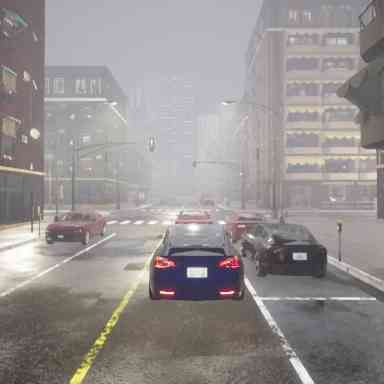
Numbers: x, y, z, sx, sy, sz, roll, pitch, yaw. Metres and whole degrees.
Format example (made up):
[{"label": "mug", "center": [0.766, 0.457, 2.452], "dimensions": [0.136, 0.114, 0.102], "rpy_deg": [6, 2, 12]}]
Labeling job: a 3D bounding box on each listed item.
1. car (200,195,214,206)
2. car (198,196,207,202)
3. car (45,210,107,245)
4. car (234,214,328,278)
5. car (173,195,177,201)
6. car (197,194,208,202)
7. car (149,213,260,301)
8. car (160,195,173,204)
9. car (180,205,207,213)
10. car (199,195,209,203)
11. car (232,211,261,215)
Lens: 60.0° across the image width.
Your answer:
[{"label": "car", "center": [2.673, 1.578, 53.726], "dimensions": [1.887, 1.381, 4.507], "rpy_deg": [1, 0, 0]}, {"label": "car", "center": [2.528, 1.635, 82.175], "dimensions": [1.947, 1.339, 4.313], "rpy_deg": [1, 0, 0]}, {"label": "car", "center": [-5.282, 1.550, 15.638], "dimensions": [1.887, 1.381, 4.507], "rpy_deg": [1, 0, 0]}, {"label": "car", "center": [2.568, 1.569, 9.999], "dimensions": [1.947, 1.339, 4.313], "rpy_deg": [1, 0, 0]}, {"label": "car", "center": [-5.356, 1.624, 87.848], "dimensions": [1.887, 1.381, 4.507], "rpy_deg": [1, 0, 0]}, {"label": "car", "center": [2.573, 1.359, 63.672], "dimensions": [2.192, 1.841, 5.009], "rpy_deg": [1, 0, 0]}, {"label": "car", "center": [0.096, 1.506, 8.381], "dimensions": [2.163, 1.488, 4.792], "rpy_deg": [0, 0, 0]}, {"label": "car", "center": [-5.359, 1.597, 65.090], "dimensions": [2.008, 1.369, 4.403], "rpy_deg": [1, 0, 0]}, {"label": "car", "center": [0.084, 1.607, 18.104], "dimensions": [1.895, 1.301, 4.718], "rpy_deg": [0, 0, 0]}, {"label": "car", "center": [2.535, 1.494, 70.795], "dimensions": [1.967, 1.590, 4.097], "rpy_deg": [1, 0, 0]}, {"label": "car", "center": [2.565, 1.550, 15.670], "dimensions": [1.887, 1.381, 4.507], "rpy_deg": [1, 0, 0]}]
